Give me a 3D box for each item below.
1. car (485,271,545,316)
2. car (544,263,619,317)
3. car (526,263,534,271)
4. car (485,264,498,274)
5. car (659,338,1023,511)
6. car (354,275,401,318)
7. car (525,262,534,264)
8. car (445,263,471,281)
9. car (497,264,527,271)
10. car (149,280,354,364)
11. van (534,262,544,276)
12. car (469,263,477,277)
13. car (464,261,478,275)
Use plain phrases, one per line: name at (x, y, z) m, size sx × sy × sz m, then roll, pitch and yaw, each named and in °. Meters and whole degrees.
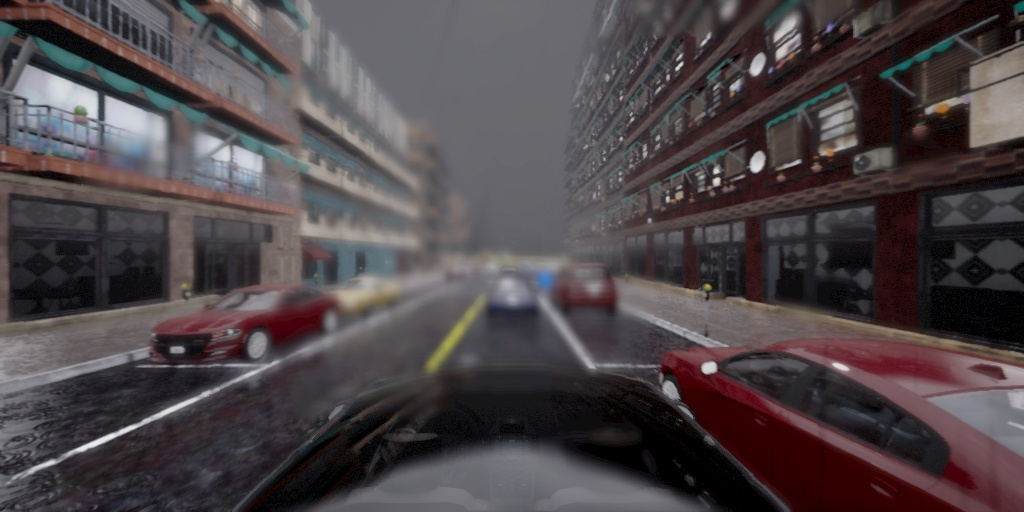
car at (0.048, 1.480, 14.201) m, size 1.994 × 1.385 × 4.181 m, roll 0°, pitch -1°, yaw 1°
car at (2.692, 1.228, 14.063) m, size 2.192 × 1.841 × 5.009 m, roll 0°, pitch 0°, yaw 0°
car at (2.695, 1.755, 36.722) m, size 2.007 × 1.370 × 4.403 m, roll 0°, pitch 0°, yaw 0°
car at (-3.060, 1.954, 55.017) m, size 1.812 × 1.442 × 4.674 m, roll 0°, pitch -1°, yaw 0°
car at (2.690, 1.309, 2.734) m, size 1.888 × 1.381 × 4.507 m, roll 0°, pitch 0°, yaw 0°
car at (-5.689, 1.438, 13.843) m, size 1.751 × 1.417 × 4.829 m, roll 0°, pitch 0°, yaw 0°
car at (2.696, 1.714, 42.387) m, size 1.967 × 1.591 × 4.097 m, roll 0°, pitch 0°, yaw 0°
car at (-5.686, 1.749, 36.674) m, size 1.888 × 1.381 × 4.507 m, roll 0°, pitch 0°, yaw 0°
car at (0.049, 1.613, 29.044) m, size 1.837 × 1.490 × 4.892 m, roll 0°, pitch 0°, yaw 1°
car at (-5.690, 1.383, 8.348) m, size 1.888 × 1.381 × 4.507 m, roll 0°, pitch 0°, yaw 0°
van at (2.694, 1.401, 25.392) m, size 1.690 × 1.789 × 3.998 m, roll 0°, pitch 0°, yaw 0°
car at (-5.685, 1.825, 42.339) m, size 2.007 × 1.370 × 4.403 m, roll 0°, pitch 0°, yaw 0°
car at (-5.684, 1.658, 48.004) m, size 2.192 × 1.841 × 5.009 m, roll 0°, pitch 0°, yaw 0°
